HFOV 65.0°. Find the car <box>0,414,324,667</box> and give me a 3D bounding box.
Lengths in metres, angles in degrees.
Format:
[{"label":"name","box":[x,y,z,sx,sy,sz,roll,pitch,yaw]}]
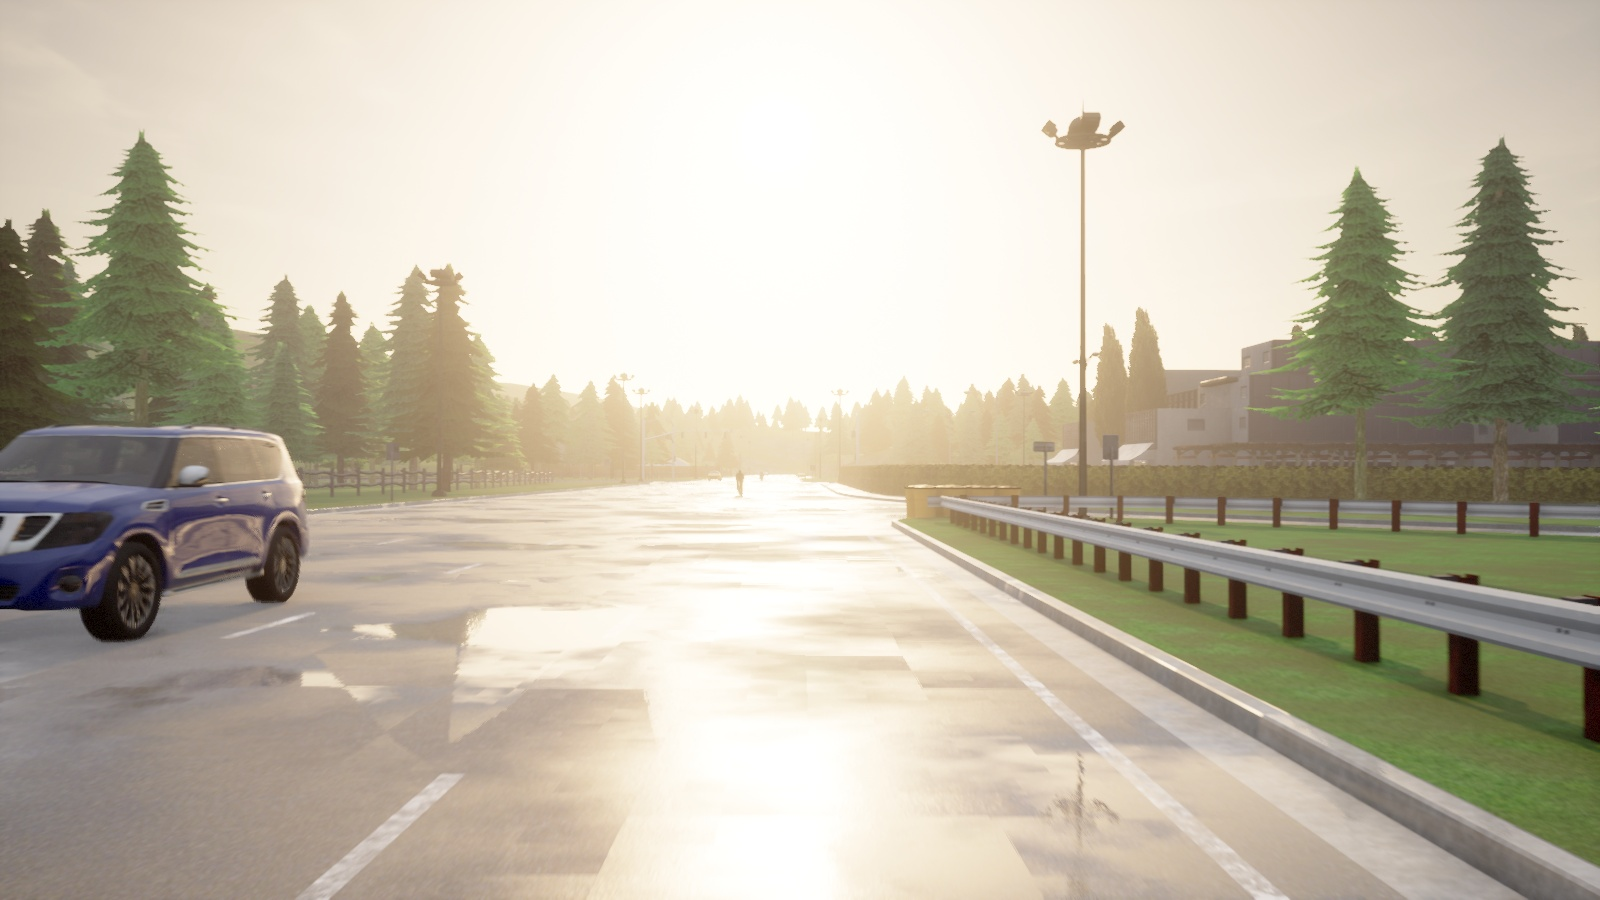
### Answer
[{"label":"car","box":[-7.031,0.778,12.954,2.150,2.045,5.566,0,-1,0]}]
